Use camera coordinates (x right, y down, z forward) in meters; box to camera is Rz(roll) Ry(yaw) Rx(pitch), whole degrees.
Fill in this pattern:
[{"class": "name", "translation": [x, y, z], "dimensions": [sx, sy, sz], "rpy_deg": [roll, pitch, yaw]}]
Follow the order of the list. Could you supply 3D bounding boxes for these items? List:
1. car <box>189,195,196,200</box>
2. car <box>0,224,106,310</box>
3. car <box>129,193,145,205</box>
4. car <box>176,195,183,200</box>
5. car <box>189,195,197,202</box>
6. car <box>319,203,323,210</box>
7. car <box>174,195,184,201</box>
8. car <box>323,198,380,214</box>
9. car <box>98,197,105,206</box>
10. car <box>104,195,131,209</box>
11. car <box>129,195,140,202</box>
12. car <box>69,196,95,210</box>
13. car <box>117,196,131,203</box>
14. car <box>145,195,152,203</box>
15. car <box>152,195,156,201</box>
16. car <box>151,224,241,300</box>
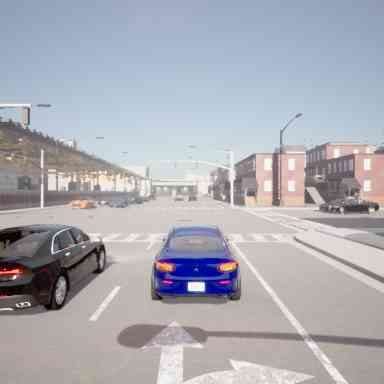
[{"class": "car", "translation": [0.173, 1.478, 91.935], "dimensions": [1.882, 1.535, 5.008], "rpy_deg": [0, 0, 0]}, {"class": "car", "translation": [-3.414, 1.505, 7.788], "dimensions": [1.837, 1.490, 4.892], "rpy_deg": [0, 0, 0]}, {"class": "car", "translation": [-10.450, 1.223, 59.863], "dimensions": [2.150, 2.045, 5.566], "rpy_deg": [0, 0, 2]}, {"class": "car", "translation": [-3.327, 1.524, 92.156], "dimensions": [1.812, 1.442, 4.674], "rpy_deg": [0, 0, 0]}, {"class": "car", "translation": [0.150, 1.500, 79.840], "dimensions": [1.837, 1.490, 4.892], "rpy_deg": [0, 0, 0]}, {"class": "car", "translation": [17.092, 1.505, 38.050], "dimensions": [4.892, 1.490, 1.837], "rpy_deg": [0, 0, 0]}, {"class": "car", "translation": [-3.346, 1.595, 82.110], "dimensions": [1.895, 1.301, 4.718], "rpy_deg": [0, 0, 0]}, {"class": "car", "translation": [16.787, 1.492, 34.543], "dimensions": [4.902, 1.511, 2.128], "rpy_deg": [0, 0, 0]}, {"class": "car", "translation": [-13.982, 1.491, 54.730], "dimensions": [2.128, 1.511, 4.902], "rpy_deg": [0, 0, 0]}, {"class": "car", "translation": [-10.334, 1.547, 46.750], "dimensions": [2.033, 1.411, 5.357], "rpy_deg": [0, 0, -2]}, {"class": "car", "translation": [-13.850, 1.521, 79.673], "dimensions": [1.812, 1.442, 4.674], "rpy_deg": [0, 0, 0]}, {"class": "car", "translation": [-14.017, 1.351, 42.572], "dimensions": [2.097, 1.767, 4.553], "rpy_deg": [0, 0, 0]}, {"class": "car", "translation": [-13.872, 1.526, 68.012], "dimensions": [1.812, 1.442, 4.674], "rpy_deg": [0, 0, 0]}, {"class": "car", "translation": [-10.368, 1.553, 70.367], "dimensions": [1.994, 1.385, 4.181], "rpy_deg": [0, 0, 0]}, {"class": "car", "translation": [-10.340, 1.386, 85.435], "dimensions": [1.882, 1.535, 5.008], "rpy_deg": [0, 0, 0]}, {"class": "car", "translation": [0.093, 1.526, 8.245], "dimensions": [1.812, 1.442, 4.674], "rpy_deg": [0, 0, 0]}]
